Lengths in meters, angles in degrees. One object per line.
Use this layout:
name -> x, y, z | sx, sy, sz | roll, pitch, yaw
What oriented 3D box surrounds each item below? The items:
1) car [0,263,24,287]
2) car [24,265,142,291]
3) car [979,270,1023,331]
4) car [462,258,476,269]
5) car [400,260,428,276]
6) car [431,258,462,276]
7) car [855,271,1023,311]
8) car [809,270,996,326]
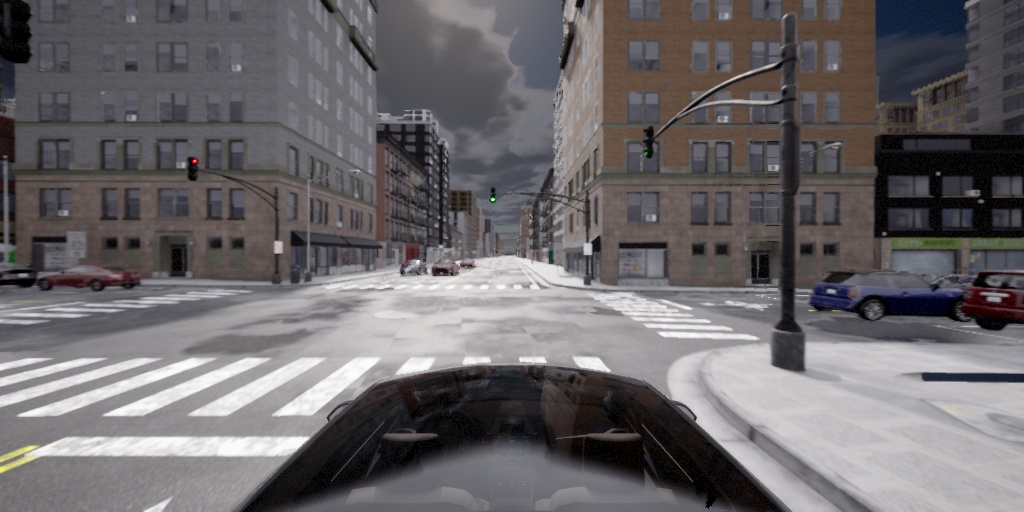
car -> -27.124, 0.996, 18.376 | 4.313, 1.339, 1.948 | 0, 0, 0
car -> -21.559, 1.082, 18.373 | 4.207, 1.307, 1.802 | 0, 0, 0
car -> 15.828, 1.321, 10.007 | 5.009, 1.841, 2.192 | 0, 0, 0
car -> -6.640, 1.108, 54.498 | 1.882, 1.535, 5.008 | 0, 0, 0
car -> -9.897, 1.168, 36.333 | 2.128, 1.511, 4.902 | 0, 0, 0
car -> -6.649, 1.031, 35.945 | 2.097, 1.767, 4.553 | 0, 0, 0
car -> 18.769, 1.493, 15.958 | 4.902, 1.511, 2.128 | 1, 0, 0
car -> 13.571, 1.313, 12.860 | 4.553, 1.767, 2.097 | 1, 0, 0
